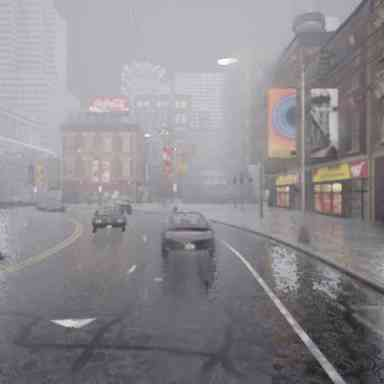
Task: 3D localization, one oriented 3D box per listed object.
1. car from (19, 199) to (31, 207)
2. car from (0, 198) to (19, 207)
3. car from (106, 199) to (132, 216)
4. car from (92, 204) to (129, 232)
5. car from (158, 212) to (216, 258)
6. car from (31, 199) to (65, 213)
[{"bbox_3d":[-23.965,1.694,51.269,4.718,1.301,1.895,0,0,30],"label":"car"},{"bbox_3d":[-29.269,1.623,53.439,4.674,1.452,2.002,0,0,20],"label":"car"},{"bbox_3d":[-7.618,1.569,33.282,1.837,1.490,4.892,1,0,-34],"label":"car"},{"bbox_3d":[-5.208,1.641,20.612,1.895,1.301,4.718,0,0,-16],"label":"car"},{"bbox_3d":[-0.267,1.517,12.893,2.128,1.511,4.902,0,0,-5],"label":"car"},{"bbox_3d":[-16.118,1.637,37.741,4.181,1.385,1.994,0,0,44],"label":"car"}]
